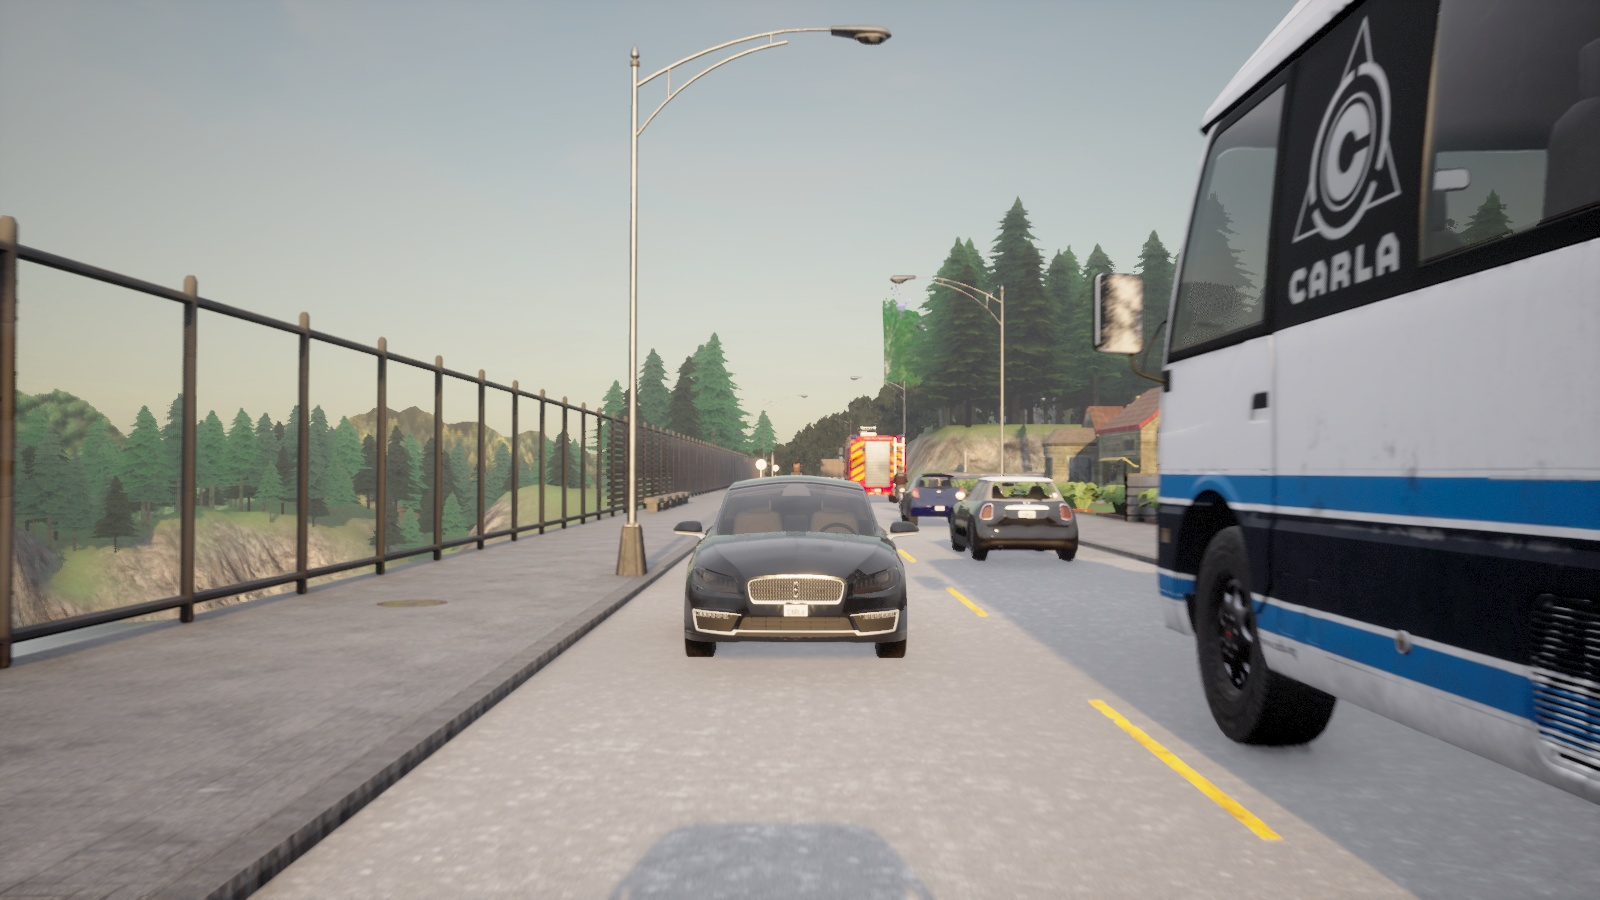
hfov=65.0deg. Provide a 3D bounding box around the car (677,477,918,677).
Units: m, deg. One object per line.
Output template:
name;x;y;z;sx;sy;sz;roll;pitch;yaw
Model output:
car;-0.029;1.021;12.042;1.837;1.490;4.892;0;-1;0

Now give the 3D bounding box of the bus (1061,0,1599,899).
bus;3.984;-0.504;4.395;3.944;4.253;10.273;0;-1;0

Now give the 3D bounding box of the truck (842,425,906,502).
truck;3.837;0.752;66.739;2.891;3.827;8.468;0;-1;0

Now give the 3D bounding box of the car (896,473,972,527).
car;3.910;1.434;37.118;1.845;1.501;3.633;0;-1;0

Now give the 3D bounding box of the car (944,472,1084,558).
car;3.942;1.162;23.727;1.970;1.475;3.806;0;-1;0
